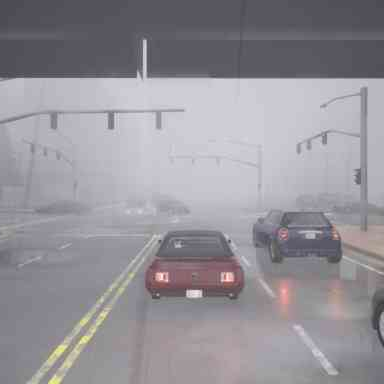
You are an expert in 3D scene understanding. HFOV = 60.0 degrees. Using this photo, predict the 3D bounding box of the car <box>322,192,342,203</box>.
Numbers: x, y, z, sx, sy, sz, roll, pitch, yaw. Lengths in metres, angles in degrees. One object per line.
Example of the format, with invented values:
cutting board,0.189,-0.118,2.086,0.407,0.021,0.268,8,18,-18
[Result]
car,19.536,1.156,48.148,1.905,1.878,3.866,0,0,0

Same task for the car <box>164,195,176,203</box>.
car,-4.546,1.492,68.618,2.128,1.511,4.902,0,0,0

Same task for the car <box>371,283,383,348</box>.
car,3.600,1.505,3.062,1.837,1.490,4.892,0,0,0

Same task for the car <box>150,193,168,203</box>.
car,-4.512,1.223,49.574,2.150,2.045,5.566,0,0,0

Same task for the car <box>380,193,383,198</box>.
car,39.086,1.153,65.764,1.932,1.855,4.605,0,0,0

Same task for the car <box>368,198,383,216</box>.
car,19.253,1.505,30.430,4.892,1.490,1.837,0,0,1

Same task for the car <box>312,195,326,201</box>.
car,30.806,1.364,80.750,1.784,1.438,3.905,0,0,0

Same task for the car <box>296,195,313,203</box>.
car,22.189,1.395,65.623,1.970,1.475,3.806,0,0,0

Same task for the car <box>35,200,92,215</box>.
car,-12.883,1.547,33.571,5.357,1.411,2.033,0,0,-25

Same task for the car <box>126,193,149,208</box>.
car,-8.009,1.221,48.070,2.150,2.045,5.566,0,0,0

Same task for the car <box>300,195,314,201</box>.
car,27.911,1.395,80.742,1.970,1.475,3.806,0,0,0

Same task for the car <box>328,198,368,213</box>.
car,16.667,1.564,33.962,4.181,1.385,1.994,0,0,1

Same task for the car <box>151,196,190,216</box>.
car,-1.985,1.506,33.049,1.837,1.490,4.892,-2,1,-30

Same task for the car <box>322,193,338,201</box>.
car,33.489,1.153,80.809,1.932,1.855,4.605,0,0,0

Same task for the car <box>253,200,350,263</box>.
car,3.580,1.352,12.150,2.097,1.767,4.553,0,0,0

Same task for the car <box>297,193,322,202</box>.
car,16.642,1.153,48.193,1.932,1.855,4.605,0,0,0

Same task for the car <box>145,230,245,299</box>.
car,0.066,1.601,8.384,1.895,1.301,4.718,0,0,0
